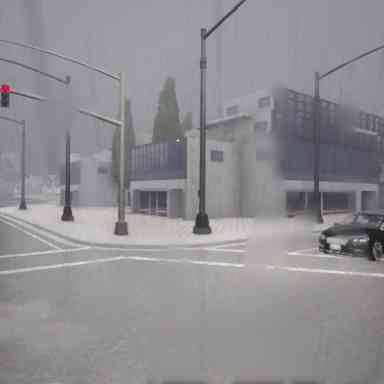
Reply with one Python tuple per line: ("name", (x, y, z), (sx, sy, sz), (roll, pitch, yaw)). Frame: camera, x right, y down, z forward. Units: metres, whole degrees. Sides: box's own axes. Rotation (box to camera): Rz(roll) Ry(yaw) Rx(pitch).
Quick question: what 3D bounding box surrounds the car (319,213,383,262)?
("car", (6.663, 1.543, 12.375), (4.902, 1.511, 2.128), (0, 0, -37))
